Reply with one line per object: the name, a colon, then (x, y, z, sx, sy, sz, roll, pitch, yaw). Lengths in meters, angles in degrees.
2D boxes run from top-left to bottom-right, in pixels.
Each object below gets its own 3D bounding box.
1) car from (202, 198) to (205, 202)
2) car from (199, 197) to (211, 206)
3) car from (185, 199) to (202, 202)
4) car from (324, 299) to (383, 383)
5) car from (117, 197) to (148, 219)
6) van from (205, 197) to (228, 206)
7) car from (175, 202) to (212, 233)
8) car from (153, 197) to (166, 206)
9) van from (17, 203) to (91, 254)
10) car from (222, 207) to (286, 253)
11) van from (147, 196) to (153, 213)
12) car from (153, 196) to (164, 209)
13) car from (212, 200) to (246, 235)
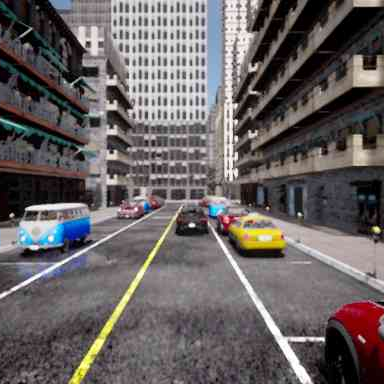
car: (2.263, 1.653, 52.357, 1.887, 1.381, 4.507, -1, 0, 0)
car: (2.230, 1.645, 58.076, 1.752, 1.417, 4.829, -1, 0, 0)
car: (-0.122, 1.687, 39.869, 1.895, 1.301, 4.718, 0, 0, 0)
car: (2.549, 1.442, 2.417, 1.967, 1.590, 4.097, -1, 0, 0)
car: (-5.491, 1.515, 30.097, 1.967, 1.590, 4.097, -1, 0, 0)
van: (2.388, 1.404, 30.162, 1.690, 1.788, 3.998, -1, 0, 0)
car: (-0.013, 1.569, 19.704, 1.812, 1.442, 4.674, 0, 0, 0)
car: (-5.649, 1.676, 57.841, 1.887, 1.381, 4.507, -1, 0, 0)
van: (-5.396, 1.380, 13.450, 1.690, 1.788, 3.998, -1, 0, 0)
car: (2.485, 1.552, 13.684, 1.752, 1.417, 4.829, -1, 0, 0)
van: (-5.524, 1.428, 35.645, 1.690, 1.788, 3.998, -1, 0, 0)
car: (-5.588, 1.424, 46.744, 2.192, 1.841, 5.009, -1, 0, 0)
car: (2.453, 1.479, 19.063, 1.967, 1.590, 4.097, -1, 0, 0)
